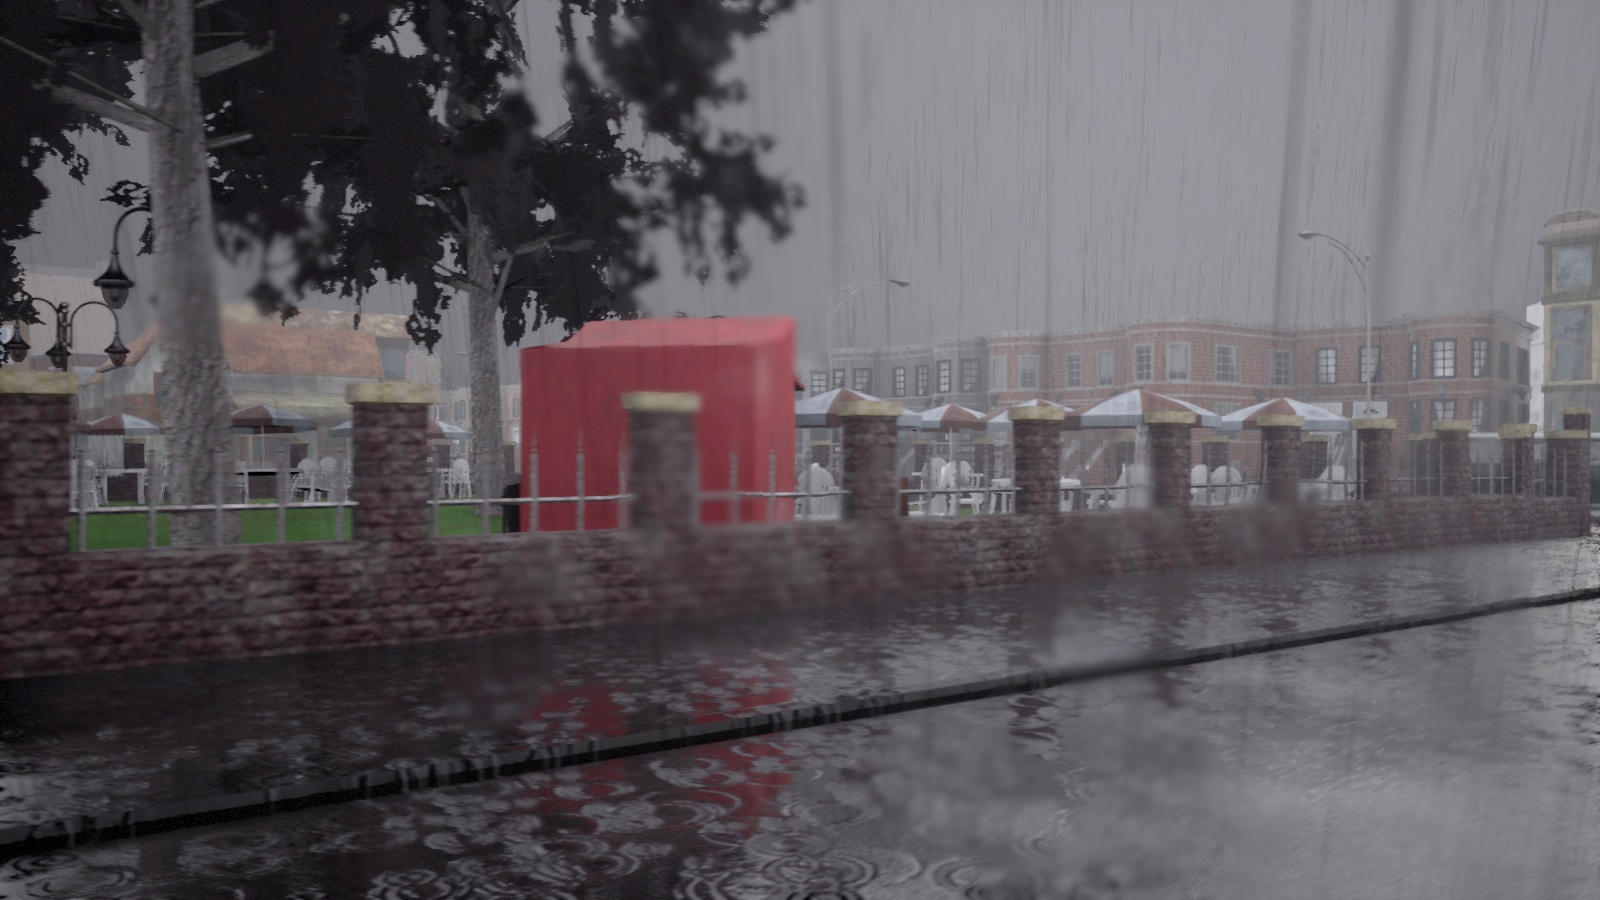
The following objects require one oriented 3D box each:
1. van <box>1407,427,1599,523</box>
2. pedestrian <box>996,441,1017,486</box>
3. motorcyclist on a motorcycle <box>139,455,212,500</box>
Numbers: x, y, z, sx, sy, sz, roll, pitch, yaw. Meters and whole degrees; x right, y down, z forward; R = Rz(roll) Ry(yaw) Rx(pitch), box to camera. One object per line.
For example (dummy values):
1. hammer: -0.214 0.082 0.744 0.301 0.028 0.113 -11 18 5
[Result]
1. van: 16.102 0.525 27.845 1.775 1.987 4.442 0 0 -37
2. pedestrian: 8.476 0.556 51.486 0.328 1.805 0.869 0 0 -37
3. motorcyclist on a motorcycle: -22.035 0.948 44.340 2.191 1.530 0.866 0 0 -38
